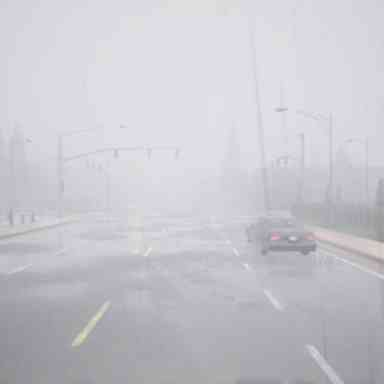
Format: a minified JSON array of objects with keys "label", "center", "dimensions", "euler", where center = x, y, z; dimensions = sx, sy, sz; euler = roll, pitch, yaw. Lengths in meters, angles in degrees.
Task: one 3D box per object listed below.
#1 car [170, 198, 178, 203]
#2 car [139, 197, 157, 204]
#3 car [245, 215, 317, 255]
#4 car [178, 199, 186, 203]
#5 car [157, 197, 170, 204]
[{"label":"car","center":[-6.504,2.342,91.089],"dimensions":[1.882,1.535,5.008],"euler":[0,-1,-32]},{"label":"car","center":[-11.203,2.314,85.138],"dimensions":[1.837,1.490,4.892],"euler":[0,-1,-25]},{"label":"car","center":[3.497,1.682,13.999],"dimensions":[2.033,1.411,5.357],"euler":[0,-1,0]},{"label":"car","center":[-3.594,2.484,93.046],"dimensions":[1.895,1.301,4.718],"euler":[0,-1,-32]},{"label":"car","center":[-8.367,2.430,87.303],"dimensions":[1.895,1.301,4.718],"euler":[0,-1,-29]}]
